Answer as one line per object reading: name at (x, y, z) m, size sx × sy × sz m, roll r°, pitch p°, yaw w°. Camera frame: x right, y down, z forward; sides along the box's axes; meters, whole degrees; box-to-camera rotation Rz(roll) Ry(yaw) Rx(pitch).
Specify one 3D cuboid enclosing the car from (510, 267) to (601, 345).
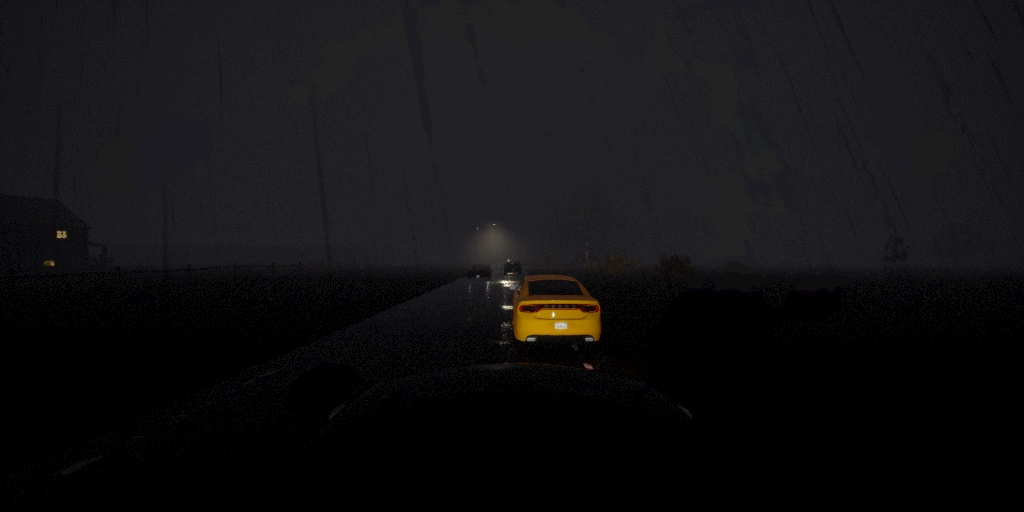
car at (0.966, 1.227, 9.533) m, size 1.882 × 1.535 × 5.008 m, roll 0°, pitch 0°, yaw 0°

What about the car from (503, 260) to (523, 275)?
car at (0.098, 1.236, 39.195) m, size 2.128 × 1.511 × 4.902 m, roll 0°, pitch 0°, yaw 0°

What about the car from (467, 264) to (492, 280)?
car at (-2.739, 1.346, 31.159) m, size 1.895 × 1.301 × 4.718 m, roll 0°, pitch 0°, yaw 0°
